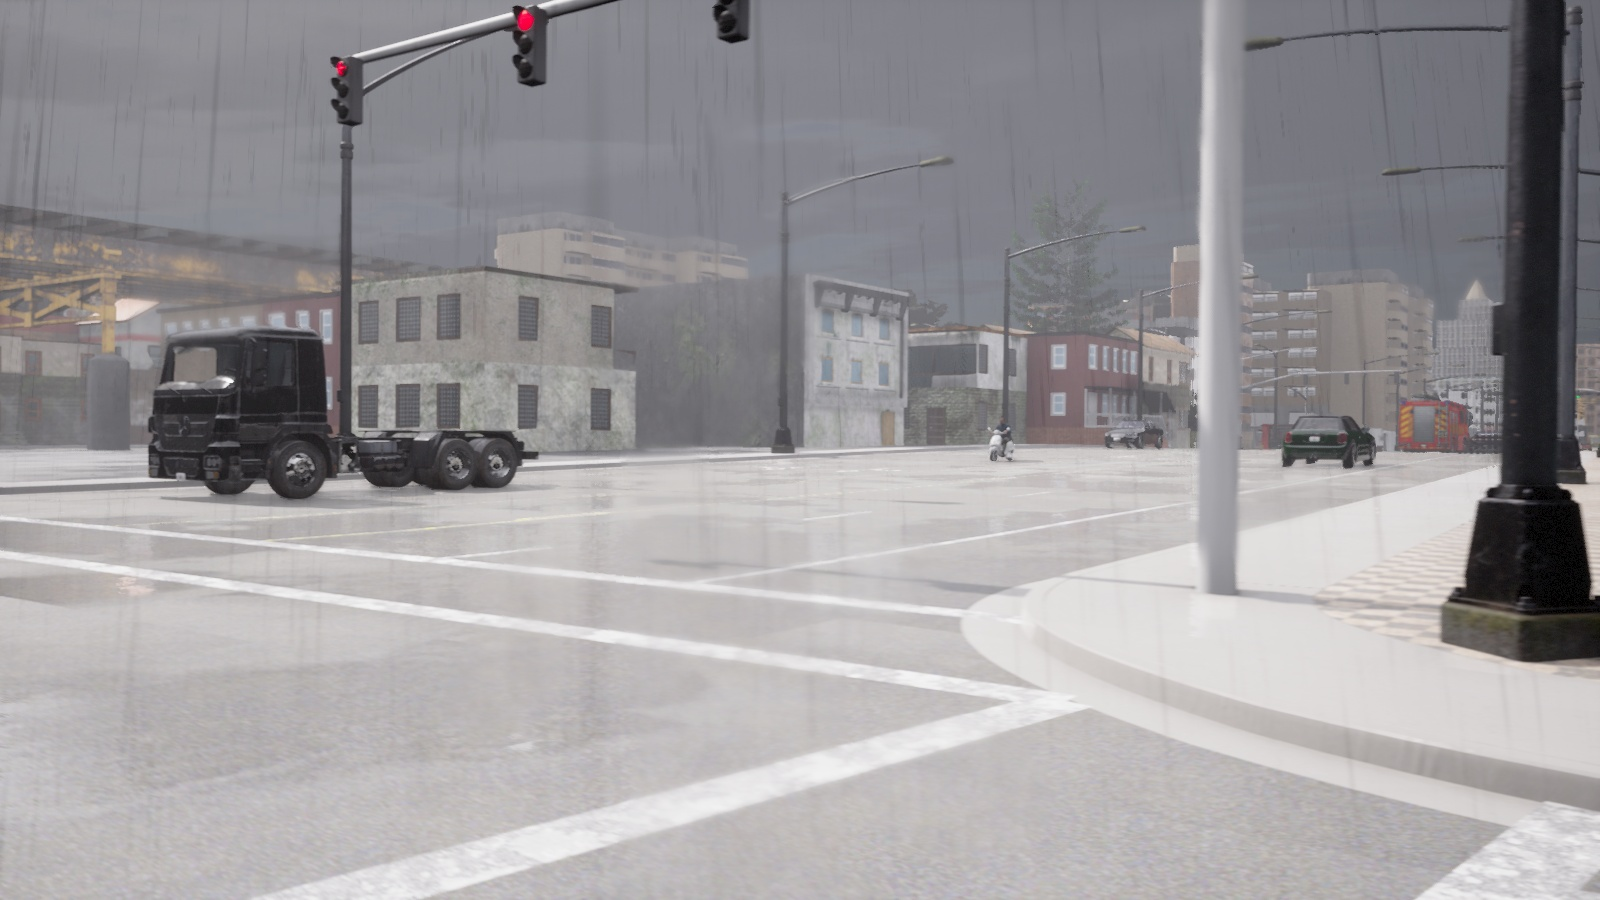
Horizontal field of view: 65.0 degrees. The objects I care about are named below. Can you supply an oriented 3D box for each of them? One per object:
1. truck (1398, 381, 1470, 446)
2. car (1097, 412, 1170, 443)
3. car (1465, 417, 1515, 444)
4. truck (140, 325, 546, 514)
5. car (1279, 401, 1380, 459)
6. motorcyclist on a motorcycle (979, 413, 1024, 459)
[{"bbox_3d":[40.600,-2.220,80.253,2.891,3.827,8.468,0,-1,35],"label":"truck"},{"bbox_3d":[17.415,-1.162,65.441,2.128,1.511,4.902,0,1,35],"label":"car"},{"bbox_3d":[41.330,-1.142,75.188,2.128,1.511,4.902,0,-1,35],"label":"car"},{"bbox_3d":[-9.453,-0.660,27.063,2.891,3.462,7.936,0,2,35],"label":"truck"},{"bbox_3d":[17.269,-0.677,40.821,2.097,1.767,4.553,0,2,35],"label":"car"},{"bbox_3d":[7.195,-0.501,44.772,0.866,1.590,1.817,0,2,35],"label":"motorcyclist on a motorcycle"}]
